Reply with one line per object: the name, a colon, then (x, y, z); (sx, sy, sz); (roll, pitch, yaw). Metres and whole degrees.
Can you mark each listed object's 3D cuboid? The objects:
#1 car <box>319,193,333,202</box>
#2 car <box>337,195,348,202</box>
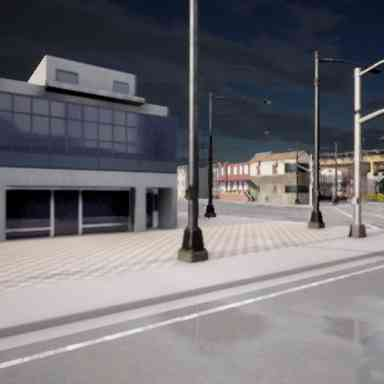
car: (32.892, 1.281, 81.686); (2.150, 2.045, 5.566); (0, 0, 9)
car: (36.341, 1.540, 81.097); (1.882, 1.535, 5.008); (0, 0, 9)
